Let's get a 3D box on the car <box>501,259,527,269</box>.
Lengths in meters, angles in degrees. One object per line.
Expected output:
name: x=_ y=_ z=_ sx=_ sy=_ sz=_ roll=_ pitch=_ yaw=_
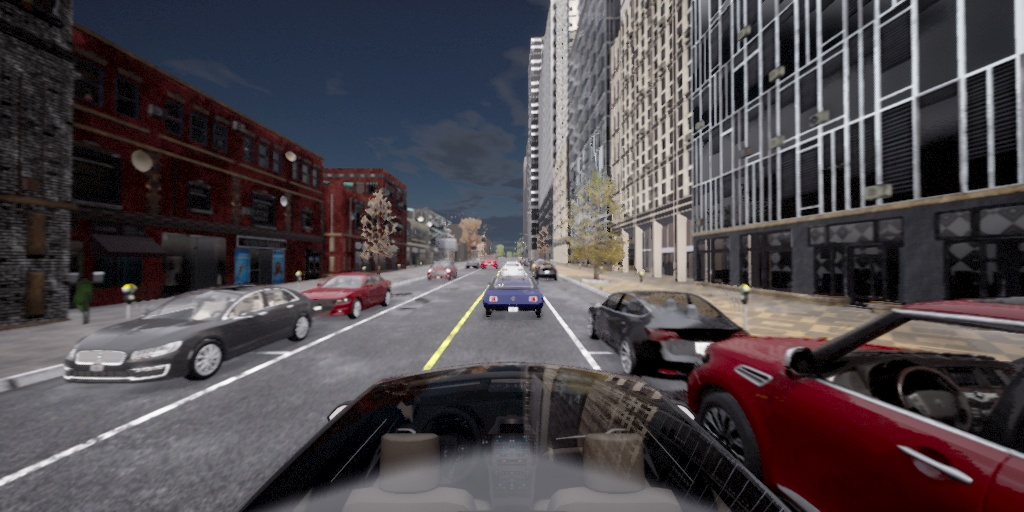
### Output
car: x=0.072 y=1.209 z=30.510 sx=1.812 sy=1.442 sz=4.674 roll=0 pitch=0 yaw=0

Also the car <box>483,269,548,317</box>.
car: x=0.059 y=1.324 z=13.055 sx=1.895 sy=1.301 sz=4.718 roll=0 pitch=0 yaw=0

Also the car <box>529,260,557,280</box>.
car: x=2.689 y=1.251 z=29.615 sx=1.948 sy=1.339 sz=4.313 roll=0 pitch=0 yaw=0

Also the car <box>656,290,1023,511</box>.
car: x=2.691 y=1.066 z=1.395 sx=2.192 sy=1.841 sz=5.009 roll=0 pitch=0 yaw=0

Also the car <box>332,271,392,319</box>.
car: x=-5.691 y=1.269 z=12.737 sx=1.888 sy=1.381 sz=4.507 roll=0 pitch=0 yaw=0

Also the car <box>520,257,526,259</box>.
car: x=2.654 y=1.188 z=57.835 sx=1.948 sy=1.339 sz=4.313 roll=0 pitch=0 yaw=0

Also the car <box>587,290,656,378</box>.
car: x=2.691 y=1.303 z=7.038 sx=1.948 sy=1.339 sz=4.313 roll=0 pitch=0 yaw=0

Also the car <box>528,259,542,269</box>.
car: x=3.147 y=1.119 z=40.063 sx=1.801 sy=1.575 sz=5.366 roll=0 pitch=0 yaw=0

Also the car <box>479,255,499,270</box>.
car: x=-3.088 y=0.858 z=51.065 sx=2.150 sy=2.045 sz=5.566 roll=0 pitch=0 yaw=0

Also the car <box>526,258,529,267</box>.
car: x=3.142 y=1.150 z=46.873 sx=1.837 sy=1.490 sz=4.892 roll=0 pitch=0 yaw=0

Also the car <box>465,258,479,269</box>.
car: x=-5.694 y=1.200 z=52.246 sx=1.948 sy=1.339 sz=4.313 roll=0 pitch=0 yaw=0

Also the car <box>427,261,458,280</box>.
car: x=-5.692 y=1.125 z=29.670 sx=1.967 sy=1.591 sz=4.097 roll=0 pitch=0 yaw=0

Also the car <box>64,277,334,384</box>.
car: x=-5.690 y=1.288 z=7.094 sx=2.007 sy=1.370 sz=4.403 roll=0 pitch=0 yaw=0
